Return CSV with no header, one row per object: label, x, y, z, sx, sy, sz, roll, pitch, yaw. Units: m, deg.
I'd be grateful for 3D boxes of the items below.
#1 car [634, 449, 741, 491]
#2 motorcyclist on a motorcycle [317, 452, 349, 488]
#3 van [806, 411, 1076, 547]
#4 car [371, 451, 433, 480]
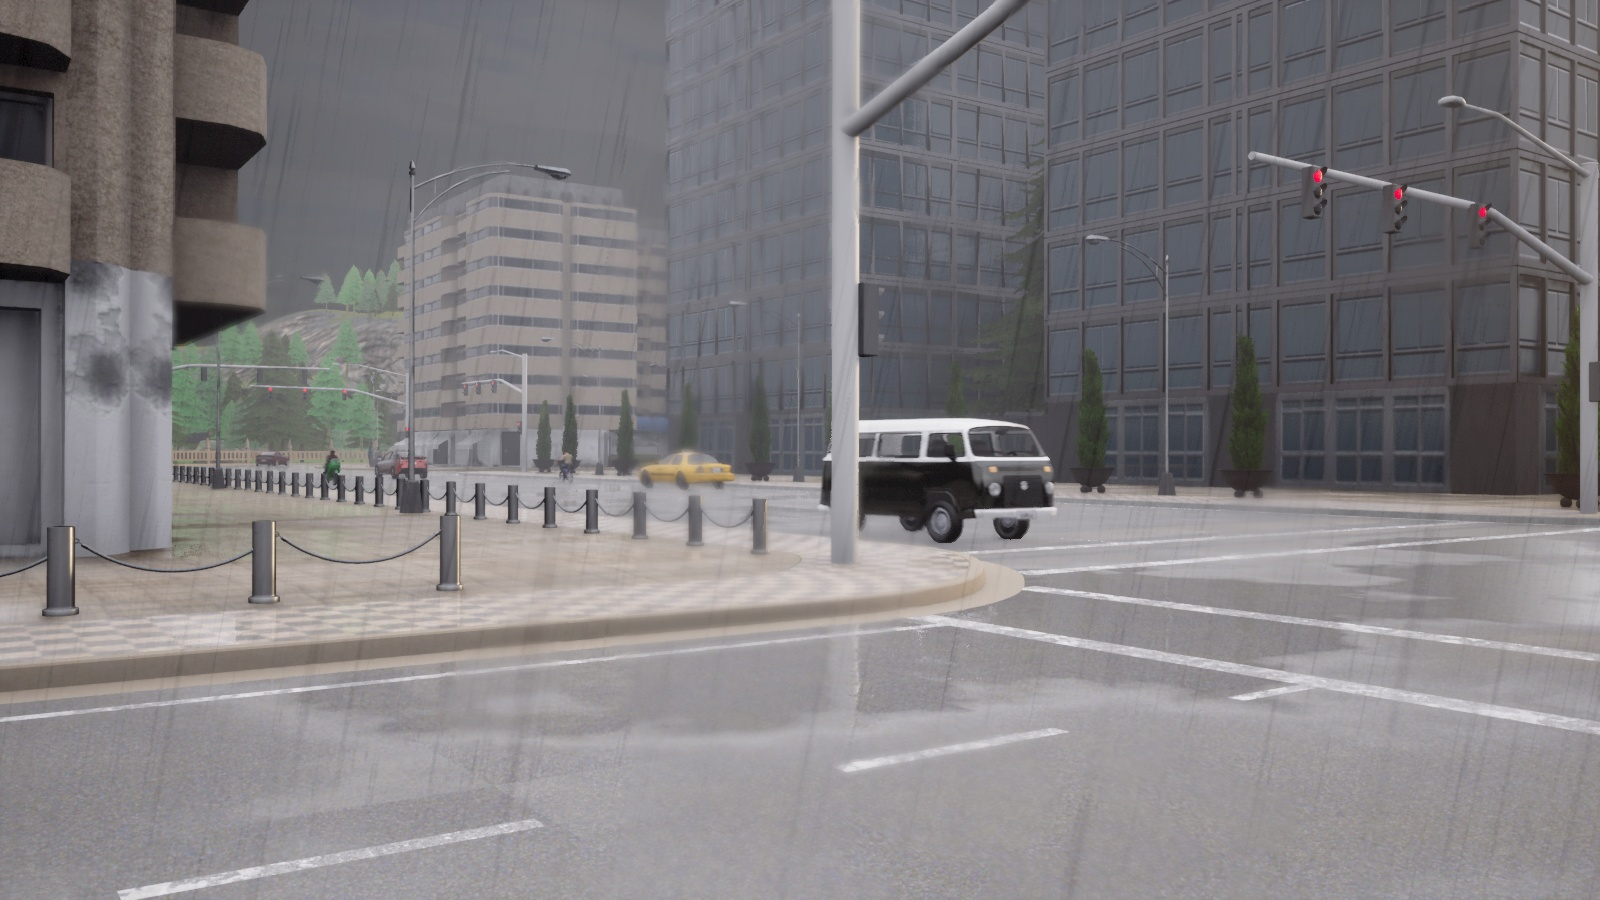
car,-4.516,0.759,49.585,1.801,1.575,5.366,0,0,-34
motorcyclist on a motorcycle,-19.929,0.845,53.537,0.797,1.523,2.044,0,0,-34
van,2.264,0.463,21.271,2.069,2.038,4.480,0,-1,-35
car,-21.780,0.850,68.660,2.007,1.525,4.514,0,0,-34
